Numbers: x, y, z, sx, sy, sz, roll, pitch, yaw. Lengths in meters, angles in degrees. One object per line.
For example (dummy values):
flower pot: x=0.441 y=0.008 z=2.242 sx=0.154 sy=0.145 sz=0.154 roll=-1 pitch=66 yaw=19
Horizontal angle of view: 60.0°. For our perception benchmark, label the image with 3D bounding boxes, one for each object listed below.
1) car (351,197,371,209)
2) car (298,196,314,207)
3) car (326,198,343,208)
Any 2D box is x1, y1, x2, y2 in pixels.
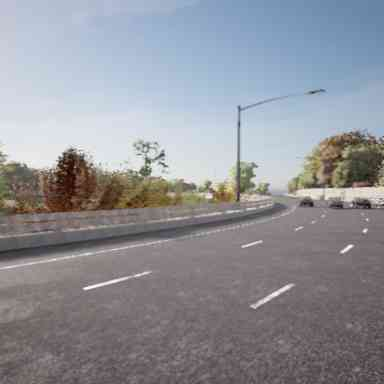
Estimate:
car: x=23.279 y=1.486 z=45.879 sx=1.837 sy=1.490 sz=4.892 roll=0 pitch=-1 yaw=16
car: x=16.979 y=1.432 z=49.369 sx=1.837 sy=1.490 sz=4.892 roll=0 pitch=0 yaw=15
car: x=19.927 y=1.506 z=46.618 sx=2.033 sy=1.411 sz=5.357 roll=0 pitch=0 yaw=16
